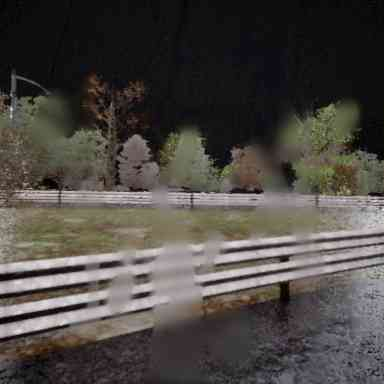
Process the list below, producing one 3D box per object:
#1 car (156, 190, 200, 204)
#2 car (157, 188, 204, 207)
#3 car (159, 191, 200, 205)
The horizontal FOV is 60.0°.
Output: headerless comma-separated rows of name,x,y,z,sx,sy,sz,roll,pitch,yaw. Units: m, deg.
car,-1.653,0.563,38.586,4.892,1.490,1.837,1,0,-4
car,-1.168,0.429,31.602,4.553,1.767,2.097,1,0,-4
car,-1.391,0.623,35.095,4.181,1.385,1.994,1,0,-4
